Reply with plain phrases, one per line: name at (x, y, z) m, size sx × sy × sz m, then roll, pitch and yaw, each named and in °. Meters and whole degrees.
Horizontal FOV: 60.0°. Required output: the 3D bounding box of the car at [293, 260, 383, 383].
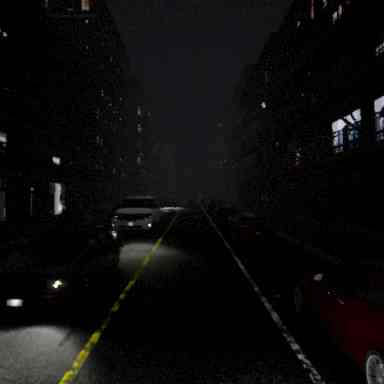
car at (2.706, 1.587, 4.544) m, size 1.802 × 1.307 × 4.206 m, roll 1°, pitch 0°, yaw 0°

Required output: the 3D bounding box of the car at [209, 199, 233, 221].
car at (2.715, 1.580, 27.189) m, size 2.008 × 1.369 × 4.403 m, roll 1°, pitch 0°, yaw 0°

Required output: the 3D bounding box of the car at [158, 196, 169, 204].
car at (-5.647, 1.622, 66.866) m, size 1.887 × 1.381 × 4.507 m, roll 1°, pitch 0°, yaw 0°

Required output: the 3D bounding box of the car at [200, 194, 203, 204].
car at (2.735, 1.518, 66.822) m, size 1.967 × 1.590 × 4.097 m, roll 1°, pitch 0°, yaw 0°

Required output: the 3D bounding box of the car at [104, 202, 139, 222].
car at (-5.666, 1.595, 27.234) m, size 1.947 × 1.339 × 4.313 m, roll 1°, pitch 0°, yaw 0°

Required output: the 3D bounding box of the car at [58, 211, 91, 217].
car at (-5.672, 1.599, 15.910) m, size 1.802 × 1.307 × 4.206 m, roll 1°, pitch 0°, yaw 0°

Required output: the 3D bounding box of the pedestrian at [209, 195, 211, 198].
pedestrian at (3.026, 1.357, 55.260) m, size 0.375 × 1.860 × 0.375 m, roll 1°, pitch -1°, yaw -3°

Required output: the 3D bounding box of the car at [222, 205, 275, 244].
car at (2.709, 1.562, 15.866) m, size 1.887 × 1.381 × 4.507 m, roll 1°, pitch 0°, yaw 0°

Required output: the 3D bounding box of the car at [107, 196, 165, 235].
car at (-3.036, 1.242, 19.361) m, size 2.150 × 2.045 × 5.566 m, roll 0°, pitch 0°, yaw 0°

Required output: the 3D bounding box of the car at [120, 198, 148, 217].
car at (-5.661, 1.475, 32.896) m, size 1.967 × 1.590 × 4.097 m, roll 1°, pitch 0°, yaw 0°

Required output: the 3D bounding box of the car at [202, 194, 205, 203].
car at (3.024, 1.515, 52.253) m, size 1.801 × 1.575 × 5.366 m, roll 0°, pitch 0°, yaw 0°

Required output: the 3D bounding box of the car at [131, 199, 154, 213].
car at (-5.661, 1.593, 38.557) m, size 2.008 × 1.369 × 4.403 m, roll 1°, pitch 0°, yaw 0°

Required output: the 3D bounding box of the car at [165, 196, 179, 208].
car at (-3.047, 1.621, 50.234) m, size 1.994 × 1.385 × 4.181 m, roll 0°, pitch 0°, yaw 0°

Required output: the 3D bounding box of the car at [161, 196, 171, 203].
car at (-5.644, 1.610, 72.357) m, size 1.752 × 1.417 × 4.829 m, roll 1°, pitch 0°, yaw 0°

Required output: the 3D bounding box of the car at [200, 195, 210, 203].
car at (2.737, 1.525, 72.483) m, size 1.967 × 1.590 × 4.097 m, roll 1°, pitch 0°, yaw 0°

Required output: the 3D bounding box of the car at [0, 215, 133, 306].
car at (-3.093, 1.557, 8.482) m, size 2.033 × 1.411 × 5.357 m, roll 0°, pitch 0°, yaw 0°

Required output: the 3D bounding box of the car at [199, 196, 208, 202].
car at (2.738, 1.643, 78.144) m, size 2.008 × 1.369 × 4.403 m, roll 1°, pitch 0°, yaw 0°

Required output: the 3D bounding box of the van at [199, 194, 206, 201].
van at (2.746, 1.450, 89.468) m, size 1.690 × 1.788 × 3.998 m, roll 1°, pitch 0°, yaw 0°

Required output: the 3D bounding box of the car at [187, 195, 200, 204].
car at (0.031, 1.646, 65.314) m, size 1.994 × 1.385 × 4.181 m, roll 0°, pitch 0°, yaw 0°

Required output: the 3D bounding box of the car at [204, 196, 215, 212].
car at (2.721, 1.482, 38.512) m, size 1.967 × 1.590 × 4.097 m, roll 1°, pitch 0°, yaw 0°

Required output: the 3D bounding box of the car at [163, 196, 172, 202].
car at (-5.642, 1.617, 78.018) m, size 1.752 × 1.417 × 4.829 m, roll 1°, pitch 0°, yaw 0°

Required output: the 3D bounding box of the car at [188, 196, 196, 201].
car at (0.038, 1.541, 80.436) m, size 1.895 × 1.301 × 4.718 m, roll 0°, pitch 0°, yaw 0°
